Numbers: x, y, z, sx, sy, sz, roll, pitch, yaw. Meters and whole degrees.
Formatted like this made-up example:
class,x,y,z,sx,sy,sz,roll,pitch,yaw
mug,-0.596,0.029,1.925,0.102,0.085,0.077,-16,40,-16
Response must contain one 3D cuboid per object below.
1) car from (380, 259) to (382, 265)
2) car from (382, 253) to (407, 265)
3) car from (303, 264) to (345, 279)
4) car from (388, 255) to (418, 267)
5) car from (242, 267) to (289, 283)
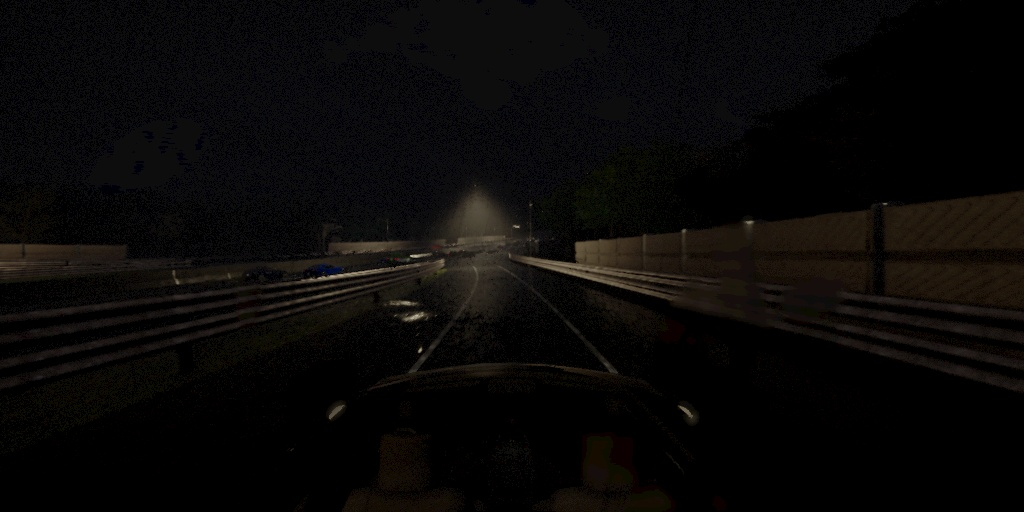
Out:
class,x,y,z,sx,sy,sz,roll,pitch,yaw
car,-20.262,0.664,59.776,1.812,1.442,4.674,0,3,11
car,-17.428,0.519,56.010,2.150,2.045,5.566,0,3,11
car,-20.606,1.567,39.518,1.882,1.535,5.008,0,3,11
car,-14.901,1.057,50.635,2.128,1.511,4.902,0,3,11
car,-24.785,1.776,36.258,1.994,1.385,4.181,0,3,11
